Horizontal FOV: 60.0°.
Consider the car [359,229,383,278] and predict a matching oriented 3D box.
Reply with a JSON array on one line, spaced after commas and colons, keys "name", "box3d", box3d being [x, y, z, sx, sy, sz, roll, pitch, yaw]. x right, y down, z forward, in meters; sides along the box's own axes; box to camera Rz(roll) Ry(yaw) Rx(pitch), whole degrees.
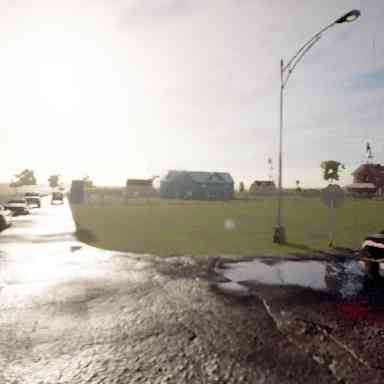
[{"name": "car", "box3d": [6.379, 1.409, 8.268, 4.902, 1.511, 2.128, 0, 2, -26]}]

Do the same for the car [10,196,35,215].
[{"name": "car", "box3d": [-16.351, 1.349, 31.211, 2.033, 1.411, 5.357, 1, 0, -21]}]

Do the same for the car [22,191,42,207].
[{"name": "car", "box3d": [-21.614, 0.966, 45.041, 2.150, 2.045, 5.566, 1, 1, -20]}]

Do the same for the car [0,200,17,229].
[{"name": "car", "box3d": [-11.909, 1.410, 19.653, 1.994, 1.385, 4.181, 1, 0, -20]}]

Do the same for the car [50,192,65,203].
[{"name": "car", "box3d": [-24.099, 0.974, 59.637, 2.150, 2.045, 5.566, 1, 0, -21]}]
